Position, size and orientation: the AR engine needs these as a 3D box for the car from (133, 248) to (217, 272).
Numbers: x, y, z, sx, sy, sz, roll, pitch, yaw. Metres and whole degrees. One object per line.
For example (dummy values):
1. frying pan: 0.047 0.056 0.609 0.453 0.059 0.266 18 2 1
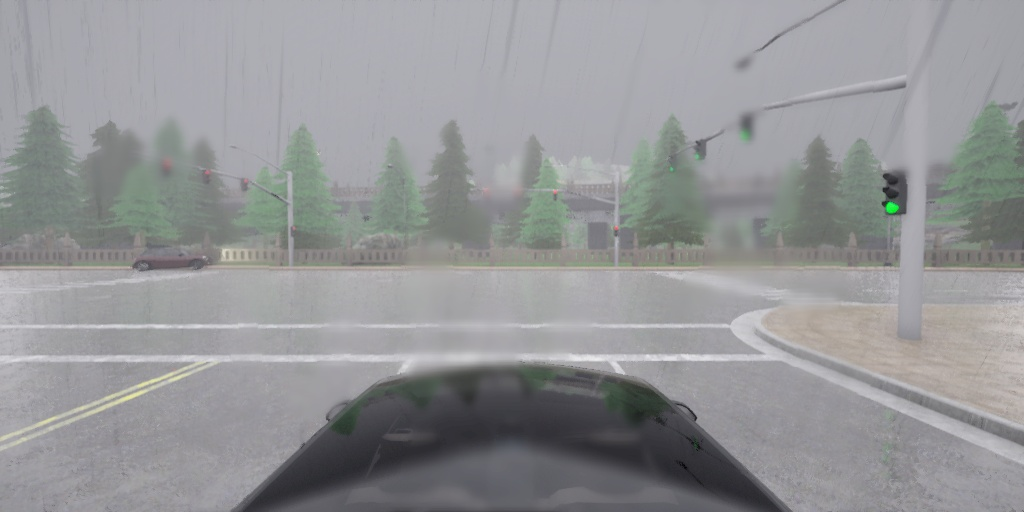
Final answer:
1. car: -25.404 0.169 27.229 4.553 1.767 2.097 -3 6 -27
